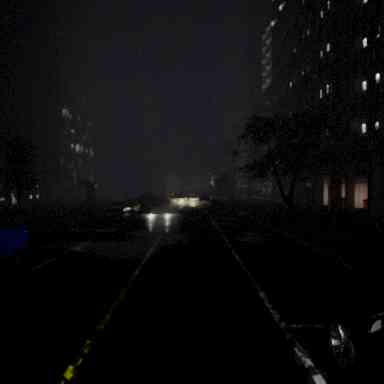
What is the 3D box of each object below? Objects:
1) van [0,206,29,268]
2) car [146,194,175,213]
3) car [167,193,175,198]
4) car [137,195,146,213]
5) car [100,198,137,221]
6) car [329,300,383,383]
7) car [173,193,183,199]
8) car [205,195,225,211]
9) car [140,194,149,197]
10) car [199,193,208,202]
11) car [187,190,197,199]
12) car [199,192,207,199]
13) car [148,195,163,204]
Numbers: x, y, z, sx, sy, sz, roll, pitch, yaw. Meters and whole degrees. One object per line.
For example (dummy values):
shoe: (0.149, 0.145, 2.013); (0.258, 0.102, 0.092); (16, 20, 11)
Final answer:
van: (-5.707, 1.278, 8.287); (1.690, 1.788, 3.998); (-1, 0, 0)
car: (-3.107, 1.236, 33.568); (1.882, 1.535, 5.008); (0, 0, 0)
car: (-5.733, 0.949, 92.661); (2.008, 1.369, 4.403); (-1, 0, 0)
car: (-5.712, 1.304, 30.618); (1.752, 1.417, 4.829); (-1, 0, 0)
car: (-5.710, 1.367, 25.163); (2.008, 1.369, 4.403); (-1, 0, 0)
car: (2.678, 1.545, 2.666); (1.947, 1.339, 4.313); (-1, 0, 0)
car: (-3.025, 0.903, 74.939); (1.812, 1.442, 4.674); (0, 0, 0)
car: (2.667, 1.322, 36.416); (1.802, 1.307, 4.206); (-1, 0, 0)
car: (-5.714, 1.285, 36.413); (1.887, 1.381, 4.507); (-1, 0, 0)
car: (2.331, 1.100, 62.290); (1.812, 1.442, 4.674); (0, 0, 0)
car: (-0.030, 0.552, 80.291); (2.150, 2.045, 5.566); (0, 0, 0)
car: (2.648, 0.902, 81.414); (1.967, 1.590, 4.097); (-1, 0, 0)
car: (-5.720, 1.176, 53.287); (1.887, 1.381, 4.507); (-1, 0, 0)
